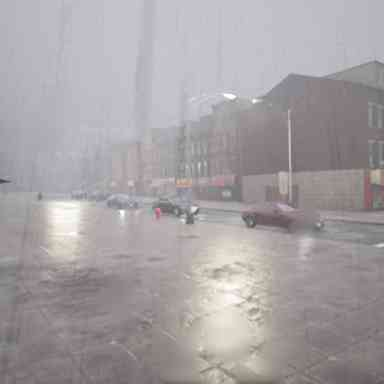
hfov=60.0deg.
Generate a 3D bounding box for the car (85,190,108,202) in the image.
[{"bbox_3d":[-13.051,0.471,47.054,2.097,1.767,4.553,-2,2,-35],"label":"car"}]

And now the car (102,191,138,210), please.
[{"bbox_3d":[-7.149,0.925,33.629,1.812,1.442,4.674,-2,2,-35],"label":"car"}]

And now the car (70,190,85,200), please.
[{"bbox_3d":[-18.730,0.512,55.090,1.837,1.490,4.892,-2,2,-36],"label":"car"}]

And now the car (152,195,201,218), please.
[{"bbox_3d":[-1.285,1.030,25.333,2.128,1.511,4.902,-2,2,-35],"label":"car"}]

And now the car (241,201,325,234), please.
[{"bbox_3d":[4.516,1.200,17.154,1.812,1.442,4.674,-2,2,-34],"label":"car"}]
